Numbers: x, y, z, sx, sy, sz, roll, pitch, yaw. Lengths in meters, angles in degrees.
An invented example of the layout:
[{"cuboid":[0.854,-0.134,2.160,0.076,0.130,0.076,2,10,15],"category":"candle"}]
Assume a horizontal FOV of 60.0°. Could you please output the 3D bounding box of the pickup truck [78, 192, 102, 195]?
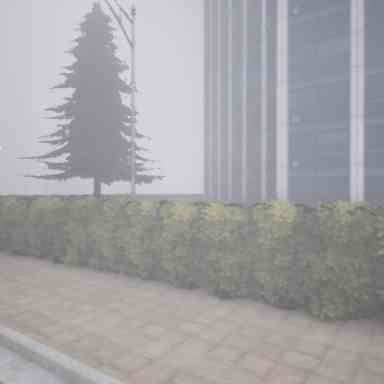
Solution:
[{"cuboid":[-17.832,0.959,59.130,6.274,2.098,2.390,0,0,-24],"category":"pickup truck"}]
